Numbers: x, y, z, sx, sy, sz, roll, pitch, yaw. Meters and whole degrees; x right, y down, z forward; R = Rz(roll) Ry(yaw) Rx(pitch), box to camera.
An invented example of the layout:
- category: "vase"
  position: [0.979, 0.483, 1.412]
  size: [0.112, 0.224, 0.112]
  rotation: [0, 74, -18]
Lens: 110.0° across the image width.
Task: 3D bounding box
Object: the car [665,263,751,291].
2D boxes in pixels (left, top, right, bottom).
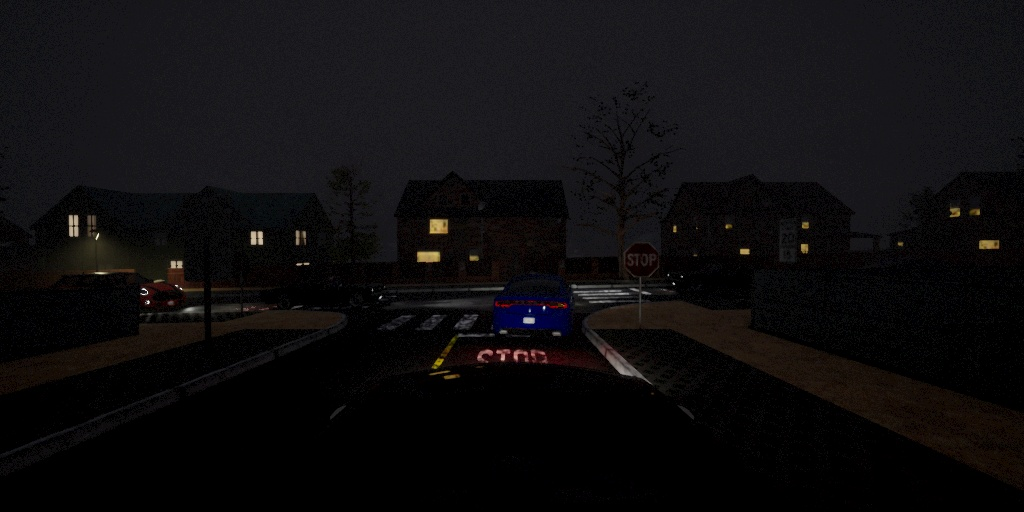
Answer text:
- category: "car"
  position: [10.402, 1.034, 18.230]
  size: [4.718, 1.301, 1.895]
  rotation: [-1, 1, -1]

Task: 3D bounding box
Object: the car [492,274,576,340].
- category: "car"
  position: [0.782, 1.226, 10.090]
  size: [1.882, 1.535, 5.008]
  rotation: [0, 0, 10]

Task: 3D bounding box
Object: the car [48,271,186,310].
- category: "car"
  position: [-16.806, 1.471, 15.282]
  size: [4.553, 1.767, 2.097]
  rotation: [-1, 1, 0]

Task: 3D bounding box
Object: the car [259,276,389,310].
- category: "car"
  position: [-7.819, 1.506, 15.294]
  size: [4.718, 1.301, 1.895]
  rotation: [-1, 1, 0]

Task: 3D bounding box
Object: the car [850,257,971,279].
- category: "car"
  position: [20.047, 0.753, 18.271]
  size: [5.357, 1.411, 2.033]
  rotation: [-1, 1, 0]
